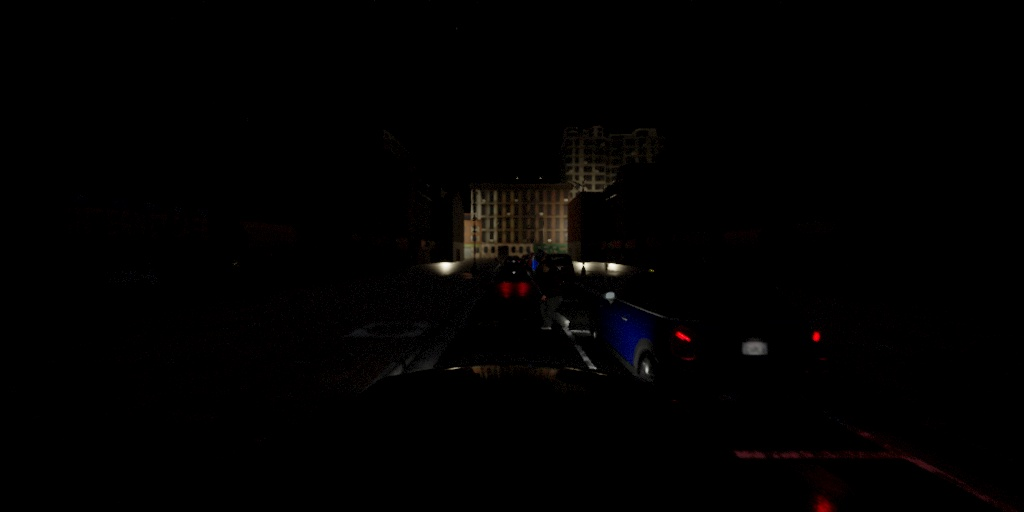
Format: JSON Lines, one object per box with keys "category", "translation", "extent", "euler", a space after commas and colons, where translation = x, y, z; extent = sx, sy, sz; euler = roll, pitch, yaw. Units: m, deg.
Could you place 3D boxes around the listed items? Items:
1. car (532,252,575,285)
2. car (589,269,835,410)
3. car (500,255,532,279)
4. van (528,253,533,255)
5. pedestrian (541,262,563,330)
{"category": "car", "translation": [2.690, 0.763, 22.527], "extent": [2.192, 1.841, 5.009], "euler": [0, 0, 0]}
{"category": "car", "translation": [2.760, 1.036, 6.192], "extent": [2.097, 1.767, 4.553], "euler": [0, 1, 0]}
{"category": "car", "translation": [0.148, 0.881, 26.779], "extent": [2.128, 1.511, 4.902], "euler": [0, 1, 0]}
{"category": "van", "translation": [2.719, 0.632, 33.476], "extent": [1.690, 1.789, 3.998], "euler": [0, 0, 0]}
{"category": "pedestrian", "translation": [0.996, 0.937, 8.999], "extent": [0.375, 1.860, 0.375], "euler": [0, 1, 0]}
